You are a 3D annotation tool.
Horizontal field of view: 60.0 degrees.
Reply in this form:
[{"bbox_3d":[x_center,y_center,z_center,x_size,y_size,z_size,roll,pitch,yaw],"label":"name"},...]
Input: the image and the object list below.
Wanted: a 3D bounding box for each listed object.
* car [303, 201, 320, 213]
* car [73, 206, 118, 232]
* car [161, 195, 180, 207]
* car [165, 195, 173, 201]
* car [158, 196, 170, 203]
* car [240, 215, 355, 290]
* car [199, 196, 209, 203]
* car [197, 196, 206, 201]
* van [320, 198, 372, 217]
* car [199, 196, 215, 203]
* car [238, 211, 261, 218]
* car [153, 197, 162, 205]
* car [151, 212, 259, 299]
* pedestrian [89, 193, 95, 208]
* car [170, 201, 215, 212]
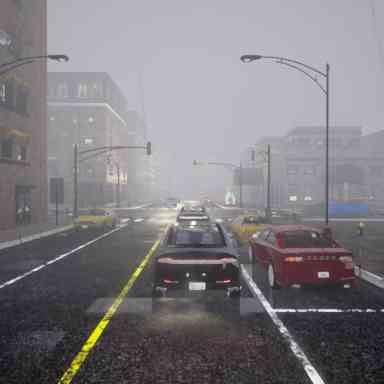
[{"bbox_3d":[14.579,1.599,36.958,4.181,1.385,1.994,0,0,-1],"label":"car"},{"bbox_3d":[-5.742,1.528,20.190,1.752,1.417,4.829,0,0,0],"label":"car"},{"bbox_3d":[-3.211,1.549,50.411,1.812,1.442,4.674,0,0,0],"label":"car"},{"bbox_3d":[-5.896,1.603,86.825,1.752,1.417,4.829,0,0,0],"label":"car"},{"bbox_3d":[-5.856,1.600,69.905,2.008,1.369,4.403,0,0,0],"label":"car"},{"bbox_3d":[2.665,1.545,8.981,1.887,1.381,4.507,0,0,0],"label":"car"},{"bbox_3d":[2.524,1.600,69.937,2.008,1.369,4.403,0,0,0],"label":"car"},{"bbox_3d":[2.485,1.629,87.027,2.008,1.369,4.403,-1,0,0],"label":"car"},{"bbox_3d":[14.587,1.415,31.168,3.998,1.788,1.690,0,0,-1],"label":"van"},{"bbox_3d":[2.563,1.466,52.846,1.967,1.590,4.097,0,0,0],"label":"car"},{"bbox_3d":[2.651,1.527,14.848,1.752,1.417,4.829,0,0,0],"label":"car"},{"bbox_3d":[-5.830,1.584,58.512,2.008,1.369,4.403,0,0,0],"label":"car"},{"bbox_3d":[0.083,1.491,8.446,2.128,1.511,4.902,0,0,0],"label":"car"},{"bbox_3d":[-12.727,1.083,42.225,0.375,1.860,0.375,0,0,-1],"label":"pedestrian"},{"bbox_3d":[0.058,1.495,19.193,2.128,1.511,4.902,0,0,0],"label":"car"}]
